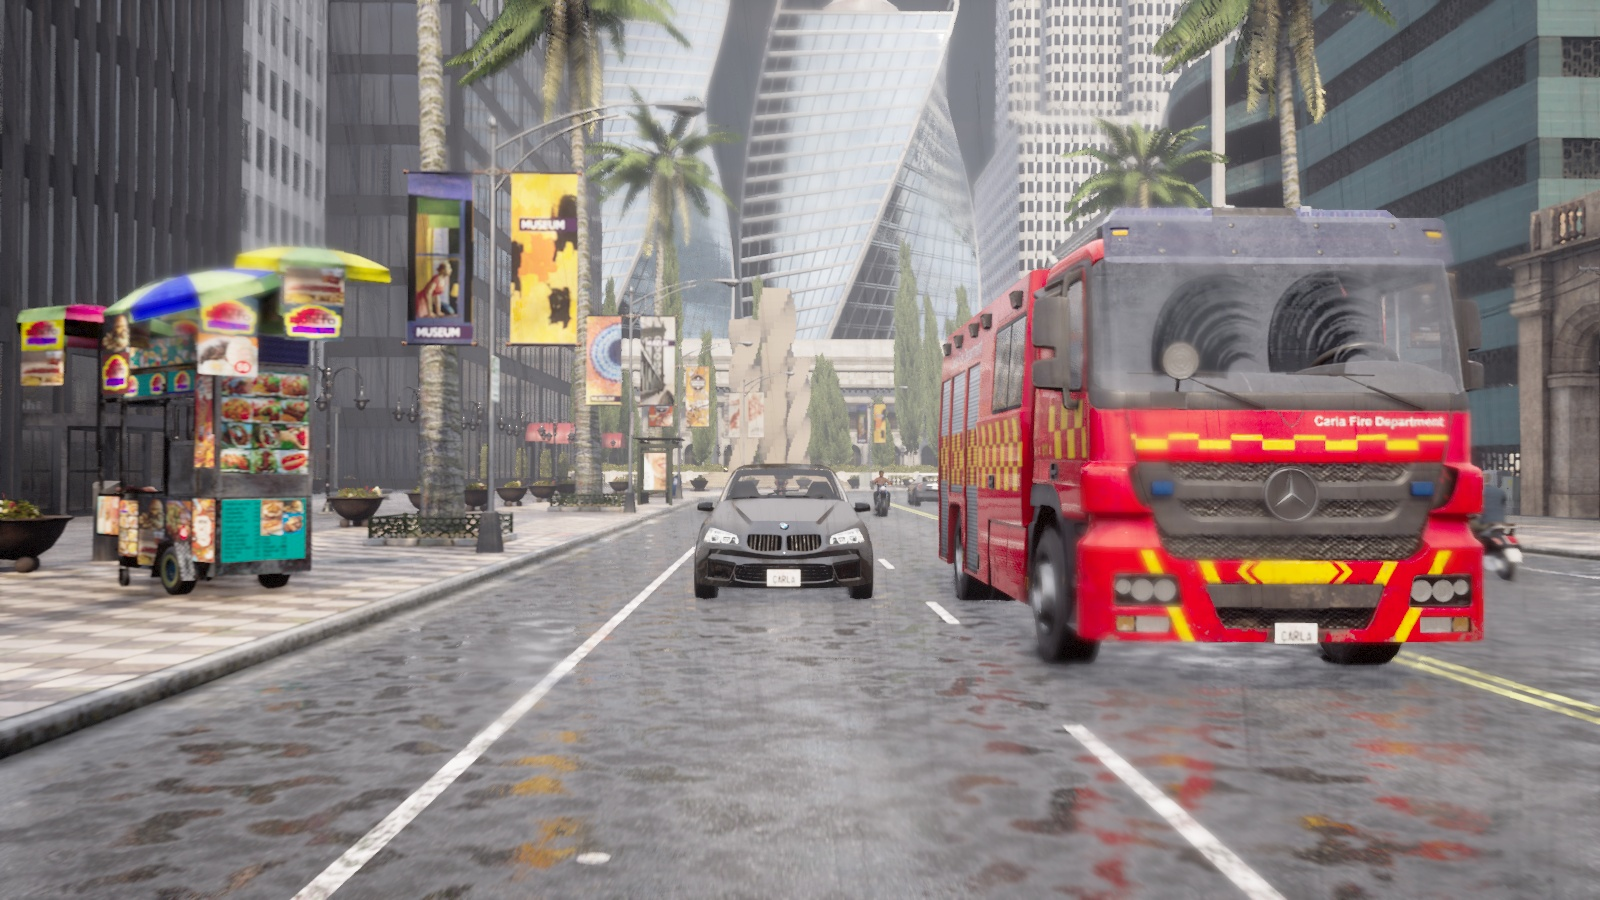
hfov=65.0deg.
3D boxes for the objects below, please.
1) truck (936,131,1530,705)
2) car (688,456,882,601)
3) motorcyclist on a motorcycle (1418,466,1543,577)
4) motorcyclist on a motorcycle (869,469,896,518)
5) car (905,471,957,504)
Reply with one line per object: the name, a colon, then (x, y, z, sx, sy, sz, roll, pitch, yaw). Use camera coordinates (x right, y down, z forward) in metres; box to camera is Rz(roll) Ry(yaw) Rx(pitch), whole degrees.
truck: (3.354, -0.152, 12.626, 2.891, 3.827, 8.468, 0, -1, -1)
car: (-0.212, 0.942, 16.855, 2.242, 1.667, 4.611, 0, -1, -1)
motorcyclist on a motorcycle: (10.255, 1.045, 19.017, 0.866, 1.590, 1.817, 0, -1, -1)
motorcyclist on a motorcycle: (2.853, 1.484, 43.628, 0.766, 1.649, 2.350, 0, -1, -1)
car: (6.105, 1.741, 58.858, 1.970, 1.475, 3.806, 0, -1, -1)
